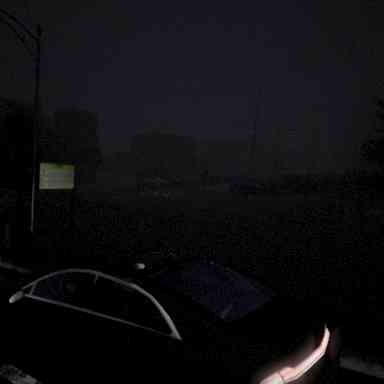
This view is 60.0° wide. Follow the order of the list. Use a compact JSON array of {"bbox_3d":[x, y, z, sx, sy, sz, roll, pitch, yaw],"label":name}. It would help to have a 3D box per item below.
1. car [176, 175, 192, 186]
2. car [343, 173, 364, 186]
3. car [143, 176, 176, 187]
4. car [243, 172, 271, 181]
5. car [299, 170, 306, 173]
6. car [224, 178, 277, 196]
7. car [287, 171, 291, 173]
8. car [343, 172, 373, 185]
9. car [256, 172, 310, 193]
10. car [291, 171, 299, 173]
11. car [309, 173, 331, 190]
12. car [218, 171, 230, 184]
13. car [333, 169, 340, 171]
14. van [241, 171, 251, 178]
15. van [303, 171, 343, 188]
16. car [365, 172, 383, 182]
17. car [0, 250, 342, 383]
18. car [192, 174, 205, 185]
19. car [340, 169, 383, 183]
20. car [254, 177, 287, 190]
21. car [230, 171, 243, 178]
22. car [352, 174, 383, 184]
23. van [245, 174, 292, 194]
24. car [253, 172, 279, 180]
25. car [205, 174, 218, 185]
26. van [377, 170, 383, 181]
[{"bbox_3d":[-3.077,-1.701,52.228,4.792,1.488,2.163,2,5,30],"label":"car"},{"bbox_3d":[23.291,-1.710,51.330,4.892,1.521,2.231,4,7,31],"label":"car"},{"bbox_3d":[-5.362,-1.504,50.352,4.674,1.452,2.002,2,5,30],"label":"car"},{"bbox_3d":[12.696,-3.042,65.418,5.008,1.535,2.097,2,5,30],"label":"car"},{"bbox_3d":[21.738,-3.782,72.868,4.892,1.521,2.231,2,6,30],"label":"car"},{"bbox_3d":[6.763,-0.417,38.420,5.008,1.535,2.097,4,7,32],"label":"car"},{"bbox_3d":[17.211,-3.414,69.154,5.008,1.535,2.097,2,5,30],"label":"car"},{"bbox_3d":[25.662,-1.869,53.194,4.792,1.488,2.163,4,7,31],"label":"car"},{"bbox_3d":[11.460,-1.037,42.082,5.566,2.045,2.435,4,7,32],"label":"car"},{"bbox_3d":[19.478,-3.597,71.010,4.892,1.521,2.231,2,6,30],"label":"car"},{"bbox_3d":[16.185,-1.282,45.786,4.553,1.767,2.185,4,7,32],"label":"car"},{"bbox_3d":[3.696,-2.418,57.873,4.553,1.767,2.185,2,6,30],"label":"car"},{"bbox_3d":[33.062,-4.670,82.161,5.008,1.535,2.097,2,6,31],"label":"car"},{"bbox_3d":[8.086,-2.898,61.707,4.442,1.987,1.878,2,6,30],"label":"van"},{"bbox_3d":[18.674,-1.558,47.546,4.442,1.987,1.878,4,7,32],"label":"van"},{"bbox_3d":[34.807,-2.670,60.851,5.366,1.575,1.946,4,7,30],"label":"car"},{"bbox_3d":[-0.853,1.487,4.059,4.902,1.511,2.128,0,0,36],"label":"car"},{"bbox_3d":[-0.823,-2.043,54.098,4.553,1.767,2.185,2,6,30],"label":"car"},{"bbox_3d":[28.015,-2.336,55.043,5.566,2.045,2.435,4,7,31],"label":"car"},{"bbox_3d":[11.076,-1.266,47.380,1.812,1.442,4.674,-4,6,-33],"label":"car"},{"bbox_3d":[5.930,-2.483,59.794,5.008,1.535,2.097,2,5,30],"label":"car"},{"bbox_3d":[30.330,-2.276,56.972,4.892,1.521,2.231,4,7,31],"label":"car"},{"bbox_3d":[9.227,-0.818,40.174,4.442,1.987,1.878,4,7,32],"label":"van"},{"bbox_3d":[14.983,-3.197,67.268,4.792,1.488,2.163,2,5,30],"label":"car"},{"bbox_3d":[1.387,-2.078,56.031,4.792,1.488,2.163,2,6,30],"label":"car"},{"bbox_3d":[37.381,-3.063,62.577,4.442,1.987,1.878,4,7,30],"label":"van"}]
